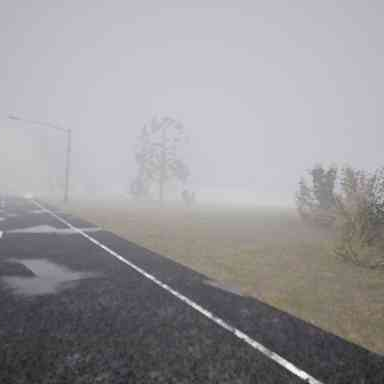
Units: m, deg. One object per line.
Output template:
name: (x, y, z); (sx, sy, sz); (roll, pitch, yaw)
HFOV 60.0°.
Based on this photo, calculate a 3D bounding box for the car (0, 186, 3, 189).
car: (-37.830, -0.090, 63.670); (1.895, 1.301, 4.718); (3, 0, -29)
